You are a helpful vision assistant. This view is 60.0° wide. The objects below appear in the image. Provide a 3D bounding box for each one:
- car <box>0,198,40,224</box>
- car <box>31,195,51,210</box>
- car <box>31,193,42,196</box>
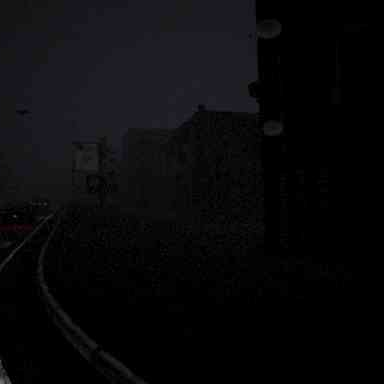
[{"bbox_3d":[-12.795,1.475,24.813,1.882,1.535,5.008,-1,1,-20],"label":"car"},{"bbox_3d":[-18.353,1.443,40.531,2.033,1.411,5.357,-1,1,-19],"label":"car"},{"bbox_3d":[-32.249,0.880,69.074,1.882,1.535,5.008,-1,1,-19],"label":"car"}]
